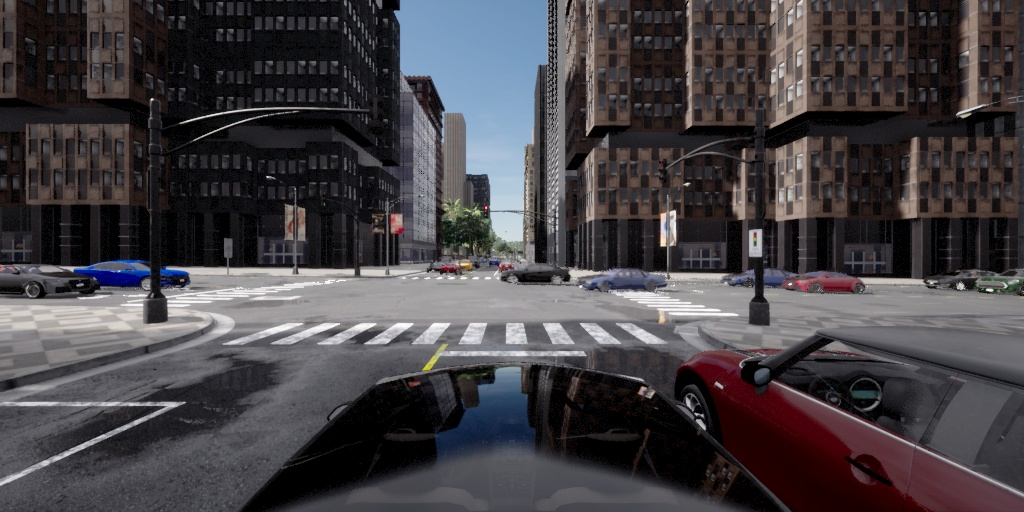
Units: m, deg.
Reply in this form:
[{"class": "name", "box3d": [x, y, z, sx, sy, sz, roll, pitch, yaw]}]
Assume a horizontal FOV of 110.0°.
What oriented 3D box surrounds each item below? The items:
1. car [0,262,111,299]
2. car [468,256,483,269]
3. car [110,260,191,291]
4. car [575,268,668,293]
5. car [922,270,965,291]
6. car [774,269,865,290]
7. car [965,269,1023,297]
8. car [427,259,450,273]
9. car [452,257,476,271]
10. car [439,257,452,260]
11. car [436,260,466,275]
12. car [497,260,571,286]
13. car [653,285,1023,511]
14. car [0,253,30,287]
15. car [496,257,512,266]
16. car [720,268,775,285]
[{"class": "car", "box3d": [-20.774, 1.053, 15.583, 4.181, 1.385, 1.994, 1, 0, 0]}, {"class": "car", "box3d": [-6.588, 1.015, 59.297, 2.150, 2.045, 5.566, 0, 0, 0]}, {"class": "car", "box3d": [-19.838, 0.976, 18.837, 5.008, 1.535, 1.882, 1, 0, 0]}, {"class": "car", "box3d": [6.579, 1.417, 21.508, 5.357, 1.411, 2.033, 1, 0, -14]}, {"class": "car", "box3d": [32.682, 1.748, 25.864, 4.892, 1.490, 1.837, 1, 0, 0]}, {"class": "car", "box3d": [19.476, 1.618, 22.538, 4.181, 1.385, 1.994, 1, 0, -1]}, {"class": "car", "box3d": [32.369, 1.594, 22.600, 4.553, 1.767, 2.097, 1, 0, 0]}, {"class": "car", "box3d": [-9.153, 1.323, 43.735, 1.948, 1.339, 4.313, 0, 0, 0]}, {"class": "car", "box3d": [-6.522, 1.247, 48.958, 1.882, 1.535, 5.008, 0, 0, 0]}, {"class": "car", "box3d": [-9.191, 1.084, 49.161, 2.192, 1.841, 5.009, 0, 0, 0]}, {"class": "car", "box3d": [-6.482, 1.347, 38.563, 1.895, 1.301, 4.718, 0, 0, 1]}, {"class": "car", "box3d": [1.681, 1.271, 25.673, 5.008, 1.535, 1.882, 1, 0, 0]}, {"class": "car", "box3d": [2.763, 1.190, 2.403, 1.967, 1.591, 4.097, 0, 0, 0]}, {"class": "car", "box3d": [-28.950, 0.722, 18.780, 4.553, 1.767, 2.097, 1, 0, 0]}, {"class": "car", "box3d": [-0.628, 1.197, 43.792, 1.967, 1.591, 4.097, 0, 0, 0]}, {"class": "car", "box3d": [18.047, 1.577, 25.779, 5.357, 1.411, 2.033, 1, 0, 0]}]
